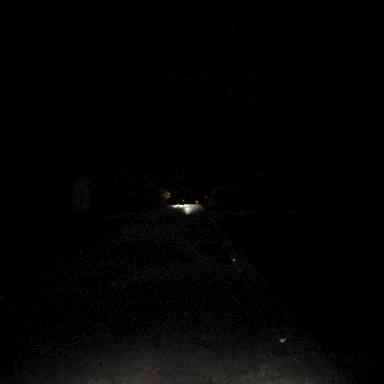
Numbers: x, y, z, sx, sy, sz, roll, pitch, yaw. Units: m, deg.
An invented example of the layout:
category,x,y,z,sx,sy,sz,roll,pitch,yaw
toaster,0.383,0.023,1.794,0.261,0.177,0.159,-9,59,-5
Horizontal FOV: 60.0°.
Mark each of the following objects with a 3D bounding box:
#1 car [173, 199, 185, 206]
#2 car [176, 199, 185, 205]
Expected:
category,x,y,z,sx,sy,sz,roll,pitch,yaw
car,-2.735,2.094,68.419,1.994,1.385,4.181,0,-1,0
car,-2.732,2.405,81.864,2.128,1.511,4.902,0,-2,0
